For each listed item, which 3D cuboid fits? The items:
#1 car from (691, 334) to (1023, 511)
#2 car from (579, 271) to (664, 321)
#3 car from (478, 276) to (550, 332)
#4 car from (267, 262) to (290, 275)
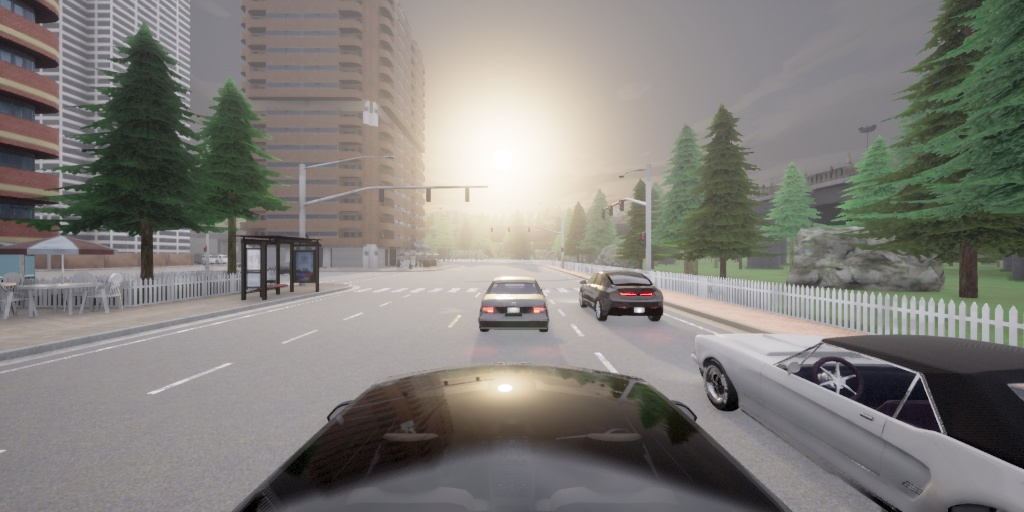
[{"bbox_3d":[3.514,1.351,3.133,1.895,1.301,4.718,0,0,1],"label":"car"},{"bbox_3d":[3.564,1.255,12.396,1.837,1.490,4.892,0,0,1],"label":"car"},{"bbox_3d":[0.077,1.297,10.807,2.033,1.411,5.357,0,0,1],"label":"car"},{"bbox_3d":[-23.313,1.331,37.783,4.674,1.442,1.812,0,0,0],"label":"car"}]
